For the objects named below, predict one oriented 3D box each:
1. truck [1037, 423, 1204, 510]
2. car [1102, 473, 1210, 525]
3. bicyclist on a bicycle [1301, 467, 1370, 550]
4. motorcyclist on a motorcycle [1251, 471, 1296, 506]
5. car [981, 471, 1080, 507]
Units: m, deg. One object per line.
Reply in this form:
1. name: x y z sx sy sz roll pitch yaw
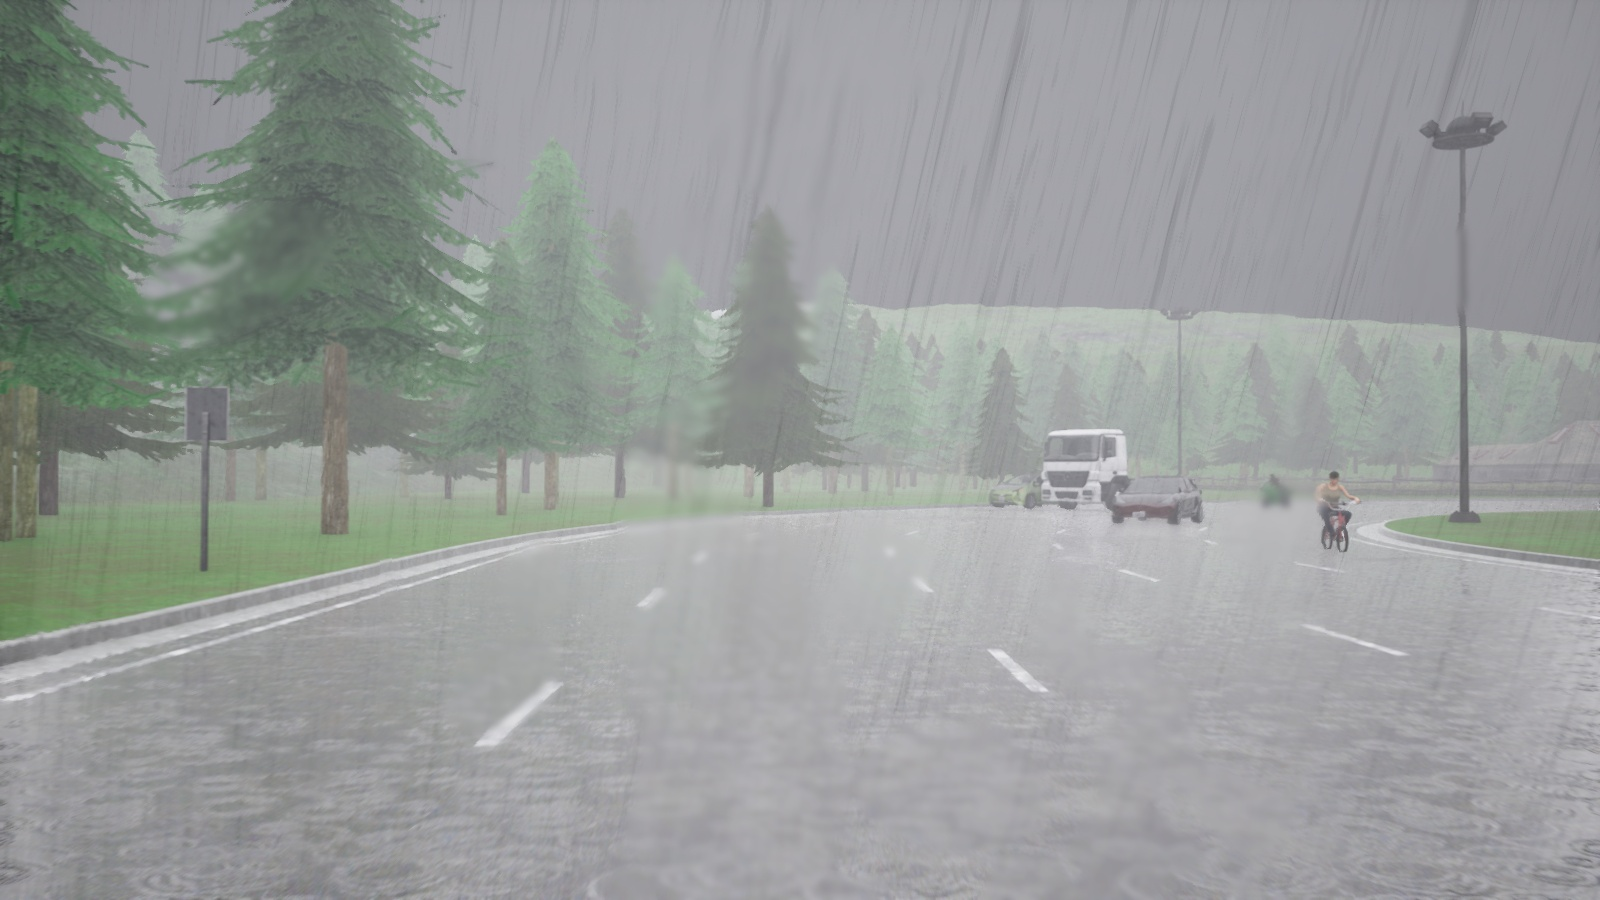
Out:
1. truck: 13.864 0.722 53.920 7.936 3.462 2.891 1 -1 -41
2. car: 11.069 1.450 38.793 2.163 1.488 4.792 -1 -1 29
3. bicyclist on a bicycle: 10.704 1.149 25.136 0.866 1.612 1.509 0 -1 6
4. motorcyclist on a motorcycle: 20.733 1.677 54.966 2.044 1.523 0.797 0 0 -34
5. car: 10.170 1.688 55.180 4.514 1.525 2.007 1 -1 -44
